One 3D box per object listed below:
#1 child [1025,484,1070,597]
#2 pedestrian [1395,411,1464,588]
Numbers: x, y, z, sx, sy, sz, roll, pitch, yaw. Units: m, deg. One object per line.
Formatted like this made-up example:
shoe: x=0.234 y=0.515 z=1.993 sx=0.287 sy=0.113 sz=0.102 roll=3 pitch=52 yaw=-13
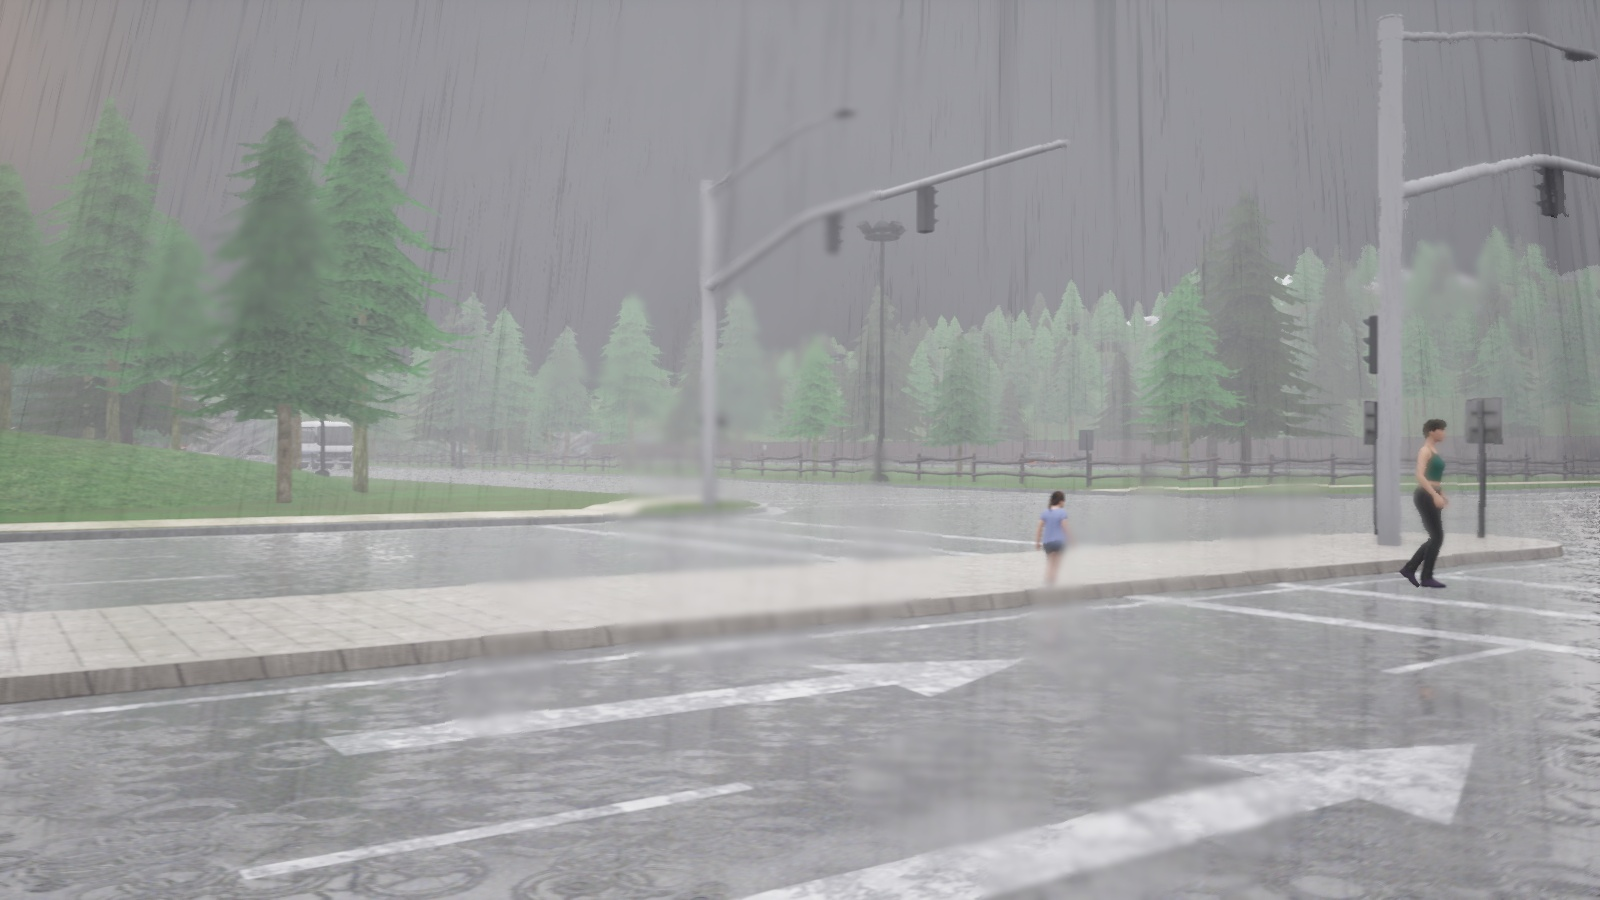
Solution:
child: x=2.498 y=0.900 z=12.683 sx=0.394 sy=1.110 sz=0.255 roll=0 pitch=0 yaw=-41
pedestrian: x=6.711 y=0.514 z=13.393 sx=0.594 sy=1.836 sz=0.345 roll=0 pitch=0 yaw=39
